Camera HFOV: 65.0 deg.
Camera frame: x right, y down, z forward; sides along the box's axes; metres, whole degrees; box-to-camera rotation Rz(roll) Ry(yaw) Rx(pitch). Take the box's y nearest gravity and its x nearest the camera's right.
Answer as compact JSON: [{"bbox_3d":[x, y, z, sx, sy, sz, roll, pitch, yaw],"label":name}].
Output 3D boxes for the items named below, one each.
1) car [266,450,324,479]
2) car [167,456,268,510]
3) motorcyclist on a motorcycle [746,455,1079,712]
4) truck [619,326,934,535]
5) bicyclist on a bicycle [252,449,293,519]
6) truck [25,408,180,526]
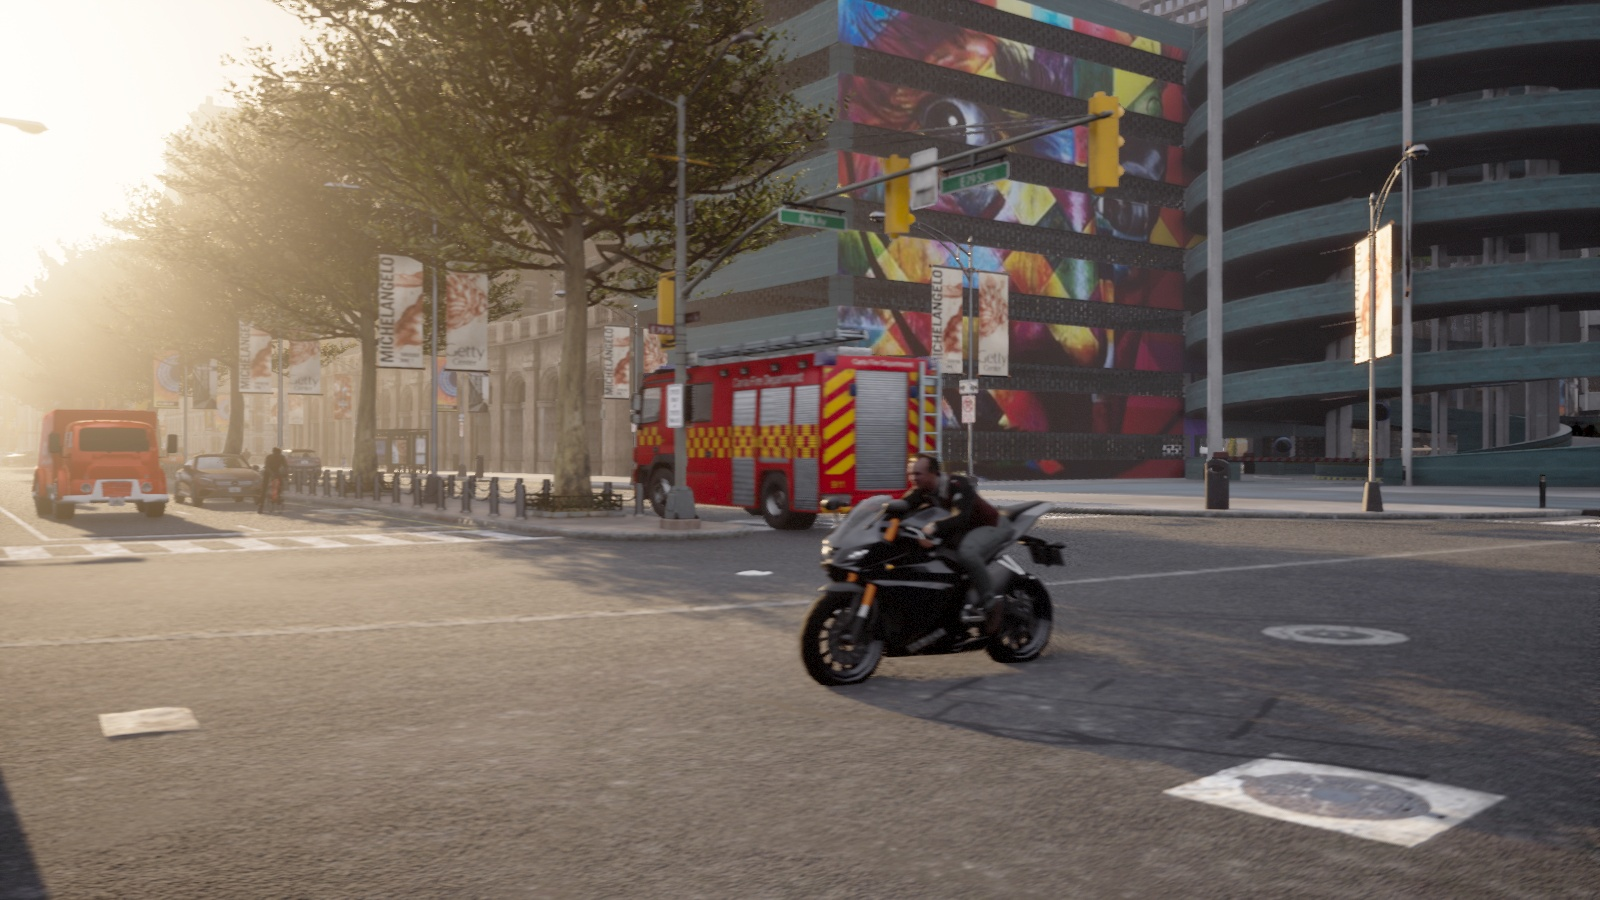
[{"bbox_3d":[-30.311,0.838,75.282,2.242,1.667,4.611,0,0,-35],"label":"car"},{"bbox_3d":[-16.711,0.894,35.901,1.812,1.442,4.674,0,0,-35],"label":"car"},{"bbox_3d":[0.793,0.799,8.475,2.191,1.530,0.866,0,0,-35],"label":"motorcyclist on a motorcycle"},{"bbox_3d":[-0.868,-0.351,27.368,2.891,3.827,8.468,0,0,-32],"label":"truck"},{"bbox_3d":[-12.753,0.799,30.347,0.582,1.620,1.656,0,0,-35],"label":"bicyclist on a bicycle"},{"bbox_3d":[-16.347,0.364,29.291,2.627,2.467,5.204,0,0,-35],"label":"truck"}]
